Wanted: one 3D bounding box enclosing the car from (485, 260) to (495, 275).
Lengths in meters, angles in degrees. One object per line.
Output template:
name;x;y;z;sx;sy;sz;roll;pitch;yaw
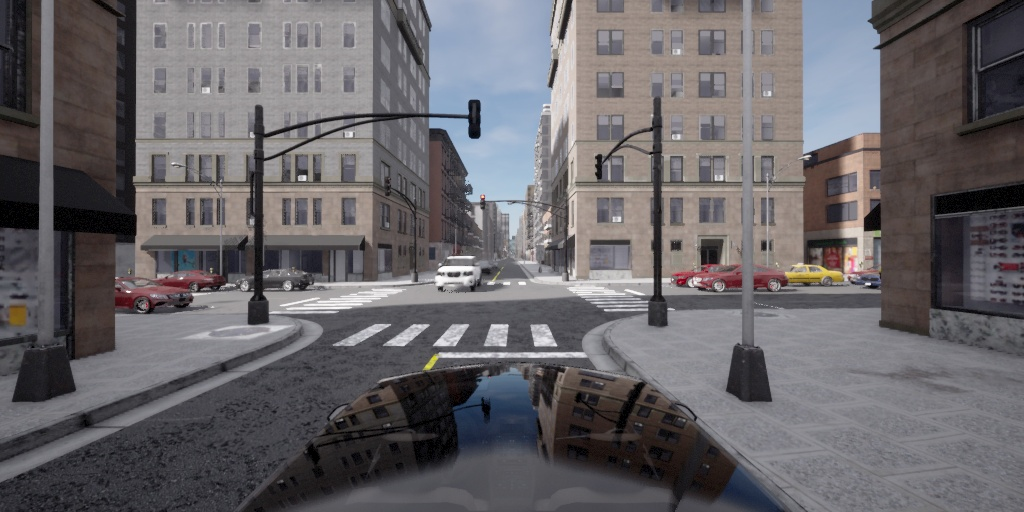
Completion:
car;-3.124;1.212;38.189;1.882;1.535;5.008;0;0;0

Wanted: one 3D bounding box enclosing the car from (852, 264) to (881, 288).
car;21.774;1.087;19.208;5.357;1.411;2.033;-1;0;1

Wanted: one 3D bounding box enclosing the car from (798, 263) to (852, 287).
car;17.454;1.117;21.993;4.829;1.417;1.751;0;0;0

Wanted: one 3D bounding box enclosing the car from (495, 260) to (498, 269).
car;-3.123;1.306;54.745;1.895;1.301;4.718;0;0;0

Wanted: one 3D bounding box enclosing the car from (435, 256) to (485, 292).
car;-3.128;1.016;21.927;2.150;2.045;5.566;-1;-1;0

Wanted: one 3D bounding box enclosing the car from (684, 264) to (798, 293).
car;12.188;1.157;19.272;4.674;1.442;1.812;-1;0;1

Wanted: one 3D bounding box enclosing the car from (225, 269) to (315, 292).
car;-14.631;1.458;22.200;4.403;1.370;2.007;0;0;0

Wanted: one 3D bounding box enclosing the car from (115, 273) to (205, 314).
car;-14.660;1.451;13.674;4.207;1.307;1.802;0;0;0

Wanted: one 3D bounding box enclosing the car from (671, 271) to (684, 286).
car;12.132;1.190;22.027;4.507;1.381;1.888;0;0;0

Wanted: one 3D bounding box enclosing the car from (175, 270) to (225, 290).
car;-20.159;1.545;22.236;4.207;1.307;1.802;0;0;0
